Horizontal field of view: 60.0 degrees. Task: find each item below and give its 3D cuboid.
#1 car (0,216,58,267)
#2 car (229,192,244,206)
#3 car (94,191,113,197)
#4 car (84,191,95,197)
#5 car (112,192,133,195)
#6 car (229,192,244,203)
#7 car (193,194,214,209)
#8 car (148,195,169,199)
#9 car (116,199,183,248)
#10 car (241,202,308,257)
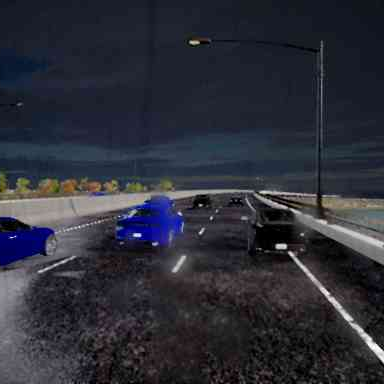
[{"bbox_3d":[-5.602,1.377,9.245,1.812,1.442,4.674,0,1,7],"label":"car"},{"bbox_3d":[5.421,0.974,40.605,2.033,1.411,5.357,0,1,8],"label":"car"},{"bbox_3d":[-13.824,0.741,55.661,2.033,1.411,5.357,0,1,9],"label":"car"},{"bbox_3d":[-16.995,0.635,58.057,1.882,1.535,5.008,0,1,9],"label":"car"},{"bbox_3d":[-10.550,0.769,53.946,2.033,1.411,5.357,0,1,8],"label":"car"},{"bbox_3d":[6.767,0.783,50.854,2.128,1.511,4.902,0,1,8],"label":"car"},{"bbox_3d":[1.196,0.999,35.297,1.837,1.490,4.892,0,1,8],"label":"car"},{"bbox_3d":[-2.964,1.030,30.542,1.882,1.535,5.008,0,1,7],"label":"car"},{"bbox_3d":[-1.546,1.271,13.717,1.882,1.535,5.008,0,1,7],"label":"car"},{"bbox_3d":[2.927,1.330,12.224,1.837,1.490,4.892,0,1,7],"label":"car"}]
